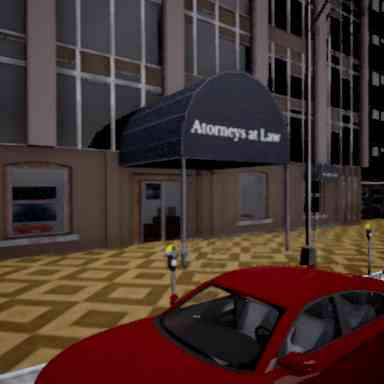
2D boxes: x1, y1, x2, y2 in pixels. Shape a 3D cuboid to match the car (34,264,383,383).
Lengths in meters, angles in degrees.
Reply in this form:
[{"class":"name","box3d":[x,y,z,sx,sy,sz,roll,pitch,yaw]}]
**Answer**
[{"class":"car","box3d":[0.787,1.527,3.438,4.507,1.381,1.887,0,0,-35]}]
